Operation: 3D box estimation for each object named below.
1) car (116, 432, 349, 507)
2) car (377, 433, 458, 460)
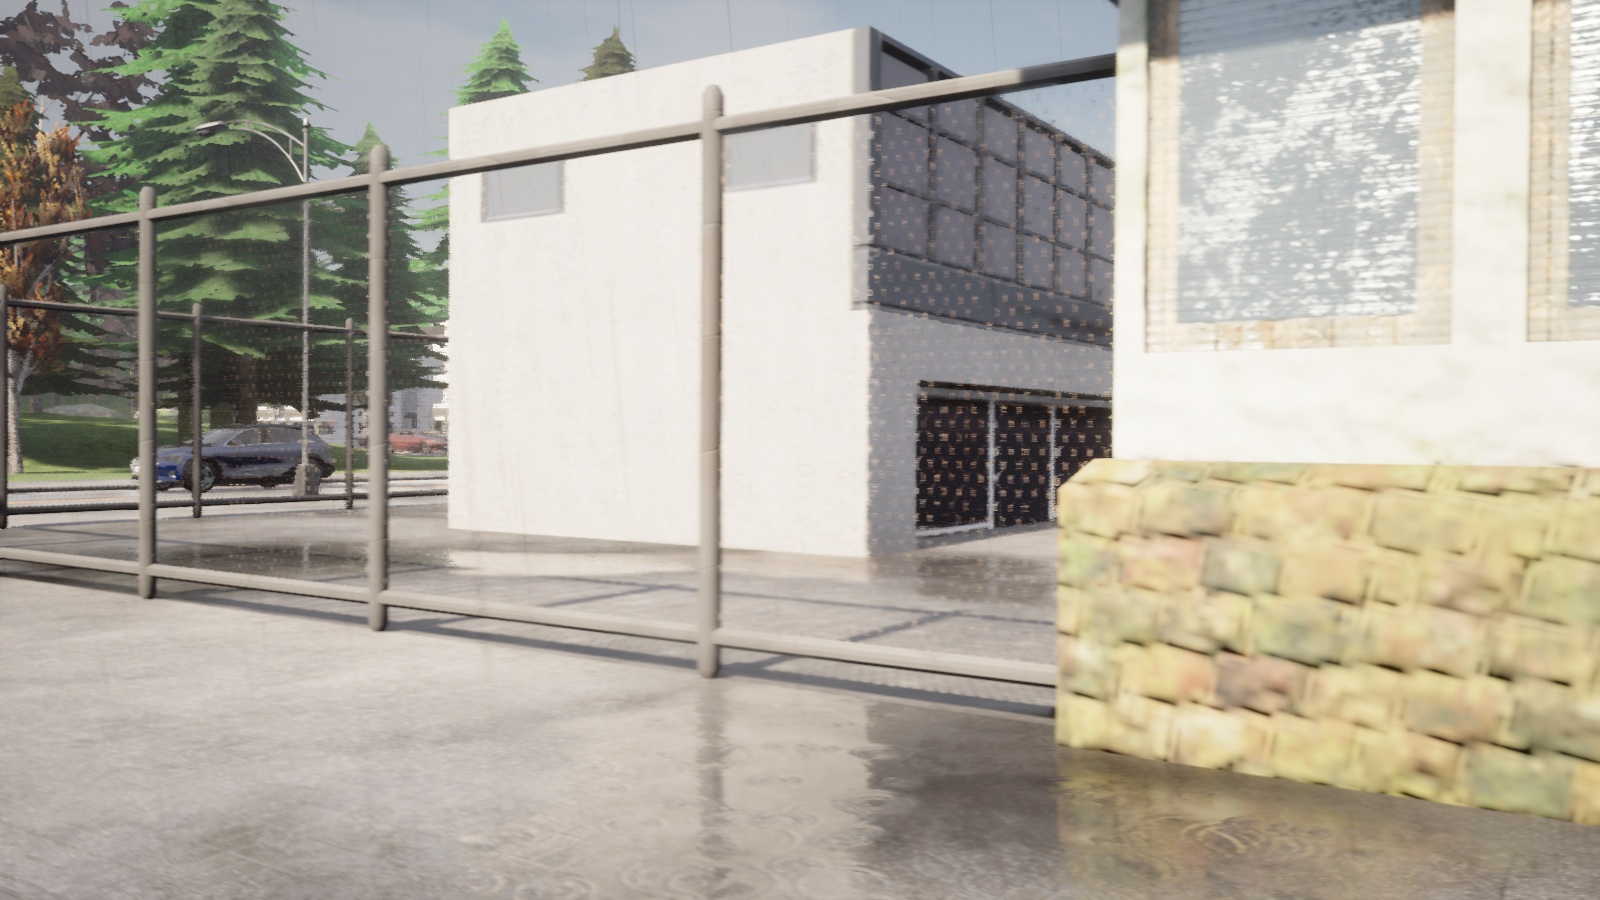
[{"bbox_3d":[-13.774,0.411,30.782,2.033,1.649,4.856,0,1,33],"label":"car"},{"bbox_3d":[-24.135,-0.252,79.231,5.027,1.651,2.152,0,1,33],"label":"car"}]
